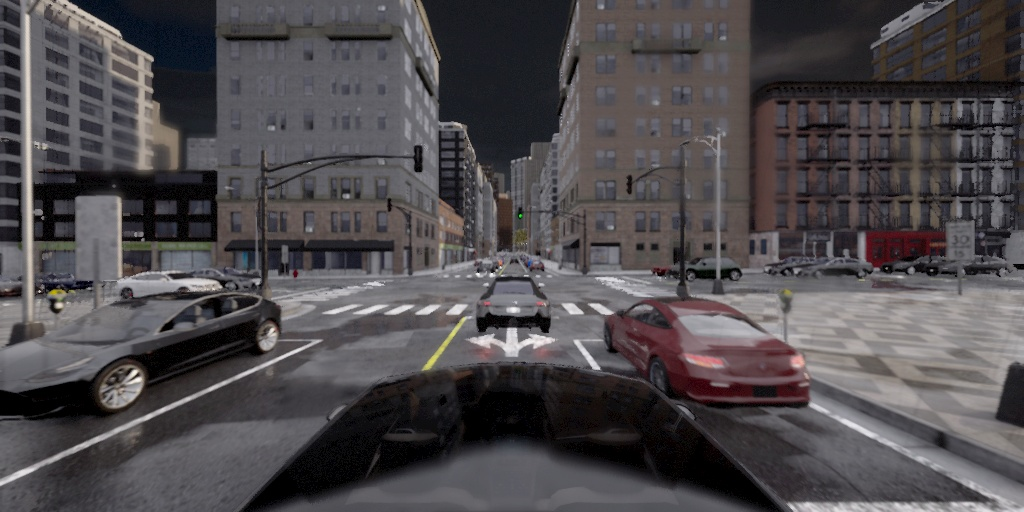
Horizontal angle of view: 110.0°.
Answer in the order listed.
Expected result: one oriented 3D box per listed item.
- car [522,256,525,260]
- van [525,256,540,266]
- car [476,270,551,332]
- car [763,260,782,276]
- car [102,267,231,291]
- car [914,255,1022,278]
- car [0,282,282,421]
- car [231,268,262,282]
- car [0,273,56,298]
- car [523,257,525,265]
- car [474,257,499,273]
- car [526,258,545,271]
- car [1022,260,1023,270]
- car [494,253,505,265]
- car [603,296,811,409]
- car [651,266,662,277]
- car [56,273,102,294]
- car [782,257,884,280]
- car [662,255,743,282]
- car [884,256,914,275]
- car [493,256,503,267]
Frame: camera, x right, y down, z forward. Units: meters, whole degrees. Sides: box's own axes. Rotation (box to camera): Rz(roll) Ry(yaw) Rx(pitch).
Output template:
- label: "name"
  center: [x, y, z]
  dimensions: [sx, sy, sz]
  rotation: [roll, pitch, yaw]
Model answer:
- label: "car"
  center: [3.188, 1.071, 65.407]
  dimensions: [1.802, 1.307, 4.207]
  rotation: [0, 0, 0]
- label: "van"
  center: [3.056, 0.923, 48.748]
  dimensions: [1.690, 1.789, 3.998]
  rotation: [0, 0, 0]
- label: "car"
  center: [0.051, 1.296, 10.841]
  dimensions: [1.994, 1.385, 4.181]
  rotation: [0, 0, 0]
- label: "car"
  center: [22.669, 0.824, 28.461]
  dimensions: [4.902, 1.511, 2.128]
  rotation: [-1, 0, 0]
- label: "car"
  center: [-17.796, 1.494, 18.634]
  dimensions: [4.674, 1.442, 1.812]
  rotation: [-1, 0, 0]
- label: "car"
  center: [31.884, 0.732, 25.177]
  dimensions: [4.892, 1.490, 1.837]
  rotation: [-1, 0, 0]
- label: "car"
  center: [-5.765, 1.308, 5.982]
  dimensions: [1.948, 1.339, 4.313]
  rotation: [0, 0, 0]
- label: "car"
  center: [-17.880, 1.439, 21.929]
  dimensions: [4.902, 1.511, 2.128]
  rotation: [-1, 0, 4]
- label: "car"
  center: [-27.834, 1.644, 18.663]
  dimensions: [5.357, 1.411, 2.033]
  rotation: [-1, 0, 0]
- label: "car"
  center: [3.100, 1.102, 54.299]
  dimensions: [1.888, 1.381, 4.507]
  rotation: [0, 0, 0]
- label: "car"
  center: [-2.865, 1.145, 41.014]
  dimensions: [1.812, 1.442, 4.674]
  rotation: [0, 0, 2]
- label: "car"
  center: [3.012, 1.191, 43.196]
  dimensions: [1.802, 1.307, 4.207]
  rotation: [0, 0, 0]
- label: "car"
  center: [41.937, 0.671, 28.371]
  dimensions: [4.718, 1.301, 1.895]
  rotation: [-1, 0, 1]
- label: "car"
  center: [-2.669, 0.875, 60.572]
  dimensions: [2.097, 1.767, 4.553]
  rotation: [0, 0, 1]
- label: "car"
  center: [2.761, 1.324, 5.985]
  dimensions: [1.802, 1.307, 4.207]
  rotation: [0, 0, 0]
- label: "car"
  center: [13.628, 1.062, 28.490]
  dimensions: [4.718, 1.301, 1.895]
  rotation: [-1, 0, 0]
- label: "car"
  center: [-27.982, 1.678, 21.912]
  dimensions: [4.718, 1.301, 1.895]
  rotation: [-1, 0, 0]
- label: "car"
  center: [22.419, 0.850, 25.212]
  dimensions: [4.902, 1.511, 2.128]
  rotation: [-1, 0, 0]
- label: "car"
  center: [13.465, 0.837, 25.238]
  dimensions: [4.553, 1.767, 2.097]
  rotation: [-1, 0, 0]
- label: "car"
  center: [32.141, 0.707, 28.428]
  dimensions: [4.892, 1.490, 1.837]
  rotation: [-1, 0, 0]
- label: "car"
  center: [-2.786, 1.121, 50.664]
  dimensions: [2.033, 1.411, 5.357]
  rotation: [0, 0, 0]
